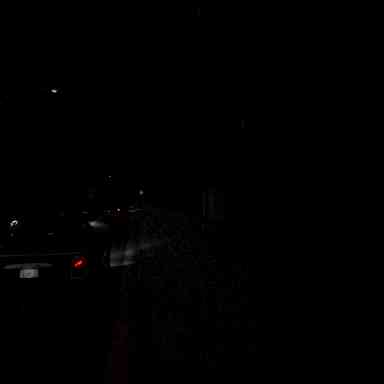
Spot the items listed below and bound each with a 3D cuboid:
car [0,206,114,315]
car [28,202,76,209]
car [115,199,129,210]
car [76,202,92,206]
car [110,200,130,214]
[{"bbox_3d":[-3.068,1.379,7.621,2.097,1.767,4.553,0,0,-10],"label":"car"},{"bbox_3d":[-7.560,1.432,16.931,2.097,1.767,4.553,0,0,-10],"label":"car"},{"bbox_3d":[-10.089,1.790,48.303,1.895,1.301,4.718,0,0,-10],"label":"car"},{"bbox_3d":[-9.566,1.602,28.568,1.882,1.535,5.008,0,0,-10],"label":"car"},{"bbox_3d":[-8.258,1.647,37.995,1.837,1.490,4.892,0,0,-9],"label":"car"}]
